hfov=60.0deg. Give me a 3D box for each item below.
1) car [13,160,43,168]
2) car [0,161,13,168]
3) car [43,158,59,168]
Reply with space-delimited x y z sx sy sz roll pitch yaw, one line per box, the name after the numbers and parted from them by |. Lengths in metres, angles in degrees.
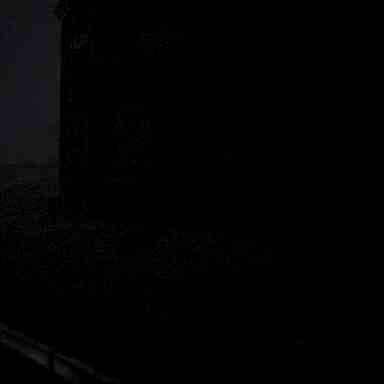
-21.677 -3.672 45.841 4.892 1.521 2.231 2 1 27 | car
-26.507 -3.771 48.303 4.674 1.452 2.002 2 1 28 | car
-16.598 -3.637 43.394 4.553 1.767 2.185 2 1 26 | car
